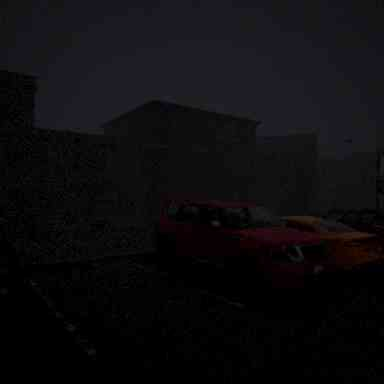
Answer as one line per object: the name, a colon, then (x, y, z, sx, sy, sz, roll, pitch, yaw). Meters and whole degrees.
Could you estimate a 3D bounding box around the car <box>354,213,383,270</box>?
car: (3.347, 1.512, 10.788, 2.097, 1.535, 5.008, 1, 0, -36)

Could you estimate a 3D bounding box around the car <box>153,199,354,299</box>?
car: (0.995, 1.240, 9.065, 2.435, 2.045, 5.566, 0, 0, -36)

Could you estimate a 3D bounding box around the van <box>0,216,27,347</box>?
van: (-3.992, 1.255, 5.392, 1.878, 1.987, 4.442, 0, 0, -36)

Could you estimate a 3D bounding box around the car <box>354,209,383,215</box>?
car: (5.827, 1.409, 12.541, 2.185, 1.767, 4.553, 1, 0, -36)
